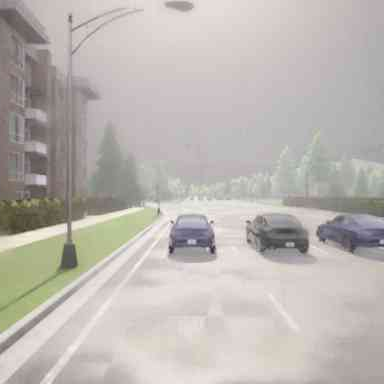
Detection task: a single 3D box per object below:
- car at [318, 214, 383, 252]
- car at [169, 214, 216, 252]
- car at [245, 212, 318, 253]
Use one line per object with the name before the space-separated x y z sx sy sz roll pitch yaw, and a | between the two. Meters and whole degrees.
car | 7.008 1.663 14.389 1.812 1.442 4.674 0 0 0
car | 0.007 1.663 14.373 1.812 1.442 4.674 0 0 0
car | 3.507 1.644 14.304 1.837 1.490 4.892 0 0 0
